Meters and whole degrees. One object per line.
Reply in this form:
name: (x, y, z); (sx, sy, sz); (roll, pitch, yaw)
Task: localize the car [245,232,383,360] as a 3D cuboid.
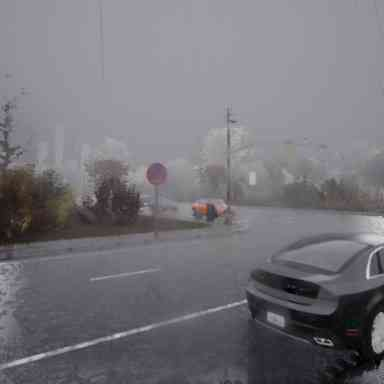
car: (3.120, 1.495, 5.972); (4.892, 1.490, 1.837); (0, 0, -35)

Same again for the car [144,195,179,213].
car: (-3.292, 1.469, 37.526); (1.837, 1.490, 4.892); (0, 0, -32)

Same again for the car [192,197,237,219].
car: (1.905, 1.322, 29.291); (2.097, 1.767, 4.553); (0, 0, -32)

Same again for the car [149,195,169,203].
car: (-6.132, 1.302, 61.968); (1.994, 1.385, 4.181); (0, 1, -33)

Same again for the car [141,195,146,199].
car: (-8.670, 1.261, 59.454); (1.837, 1.490, 4.892); (0, 1, -33)
